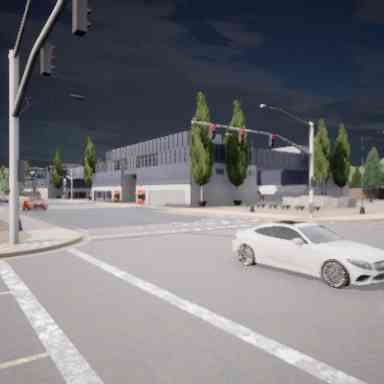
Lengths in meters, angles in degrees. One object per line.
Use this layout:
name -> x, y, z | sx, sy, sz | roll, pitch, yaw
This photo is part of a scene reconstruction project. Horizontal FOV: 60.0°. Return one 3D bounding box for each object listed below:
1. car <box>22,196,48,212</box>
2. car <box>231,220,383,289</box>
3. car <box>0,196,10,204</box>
car -> -18.488, 1.295, 39.162 | 2.097, 1.767, 4.553 | 0, 0, -36
car -> 3.095, 1.571, 9.457 | 1.812, 1.442, 4.674 | 0, 0, -36
car -> -35.724, 1.512, 62.896 | 1.812, 1.442, 4.674 | 0, 0, -36
